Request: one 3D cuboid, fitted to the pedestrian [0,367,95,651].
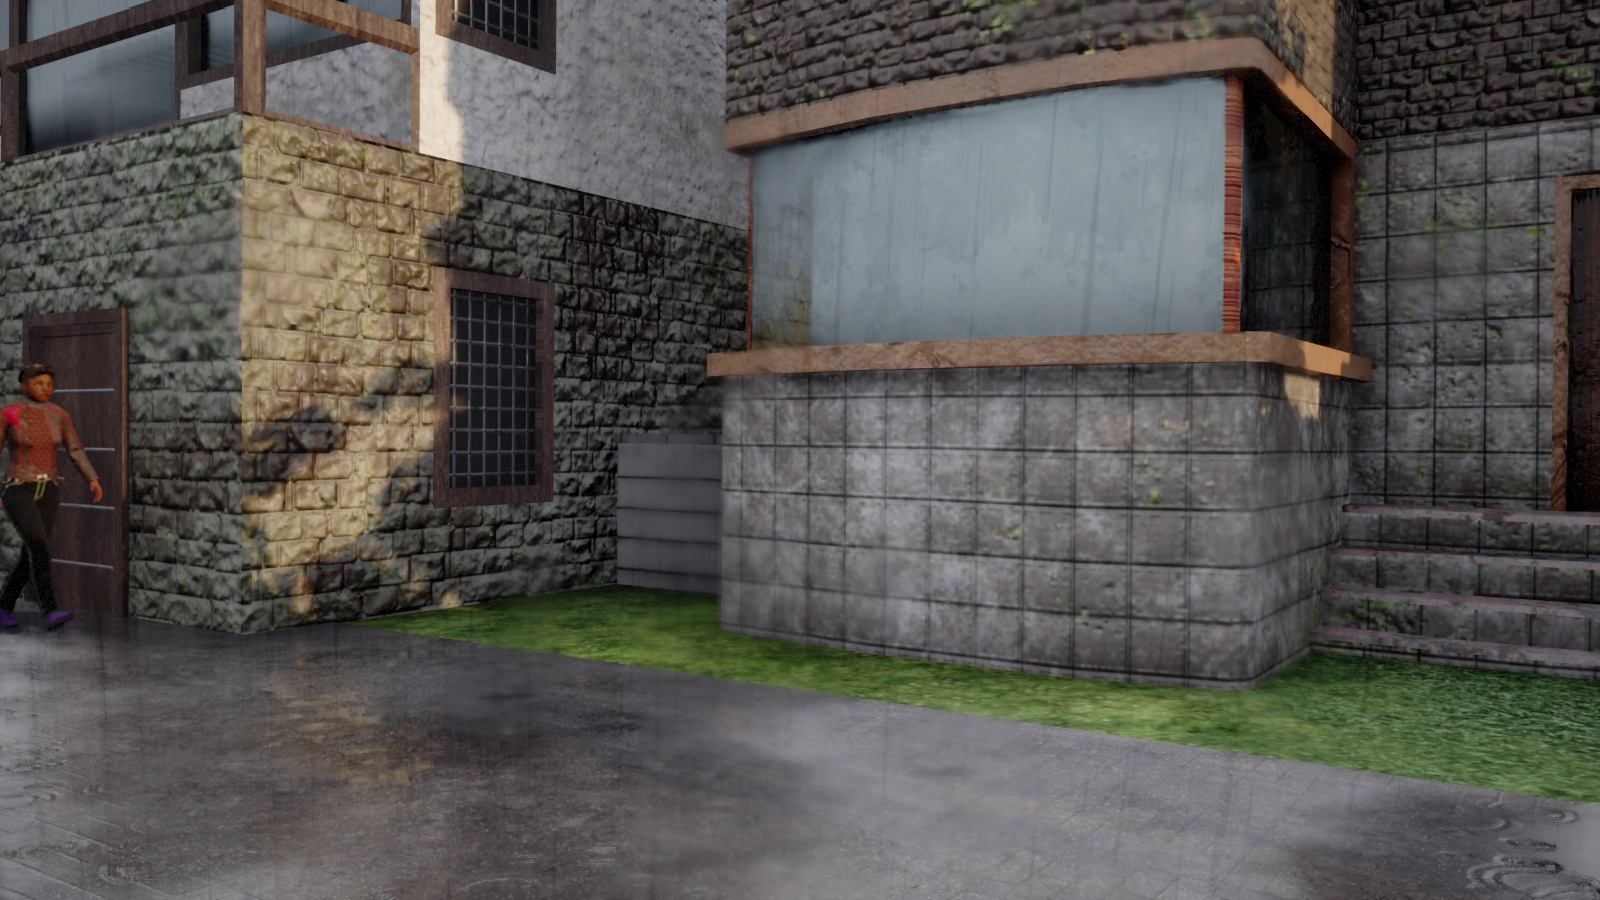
[{"bbox_3d":[-5.090,0.373,8.340,0.869,1.805,0.328,0,1,34],"label":"pedestrian"}]
